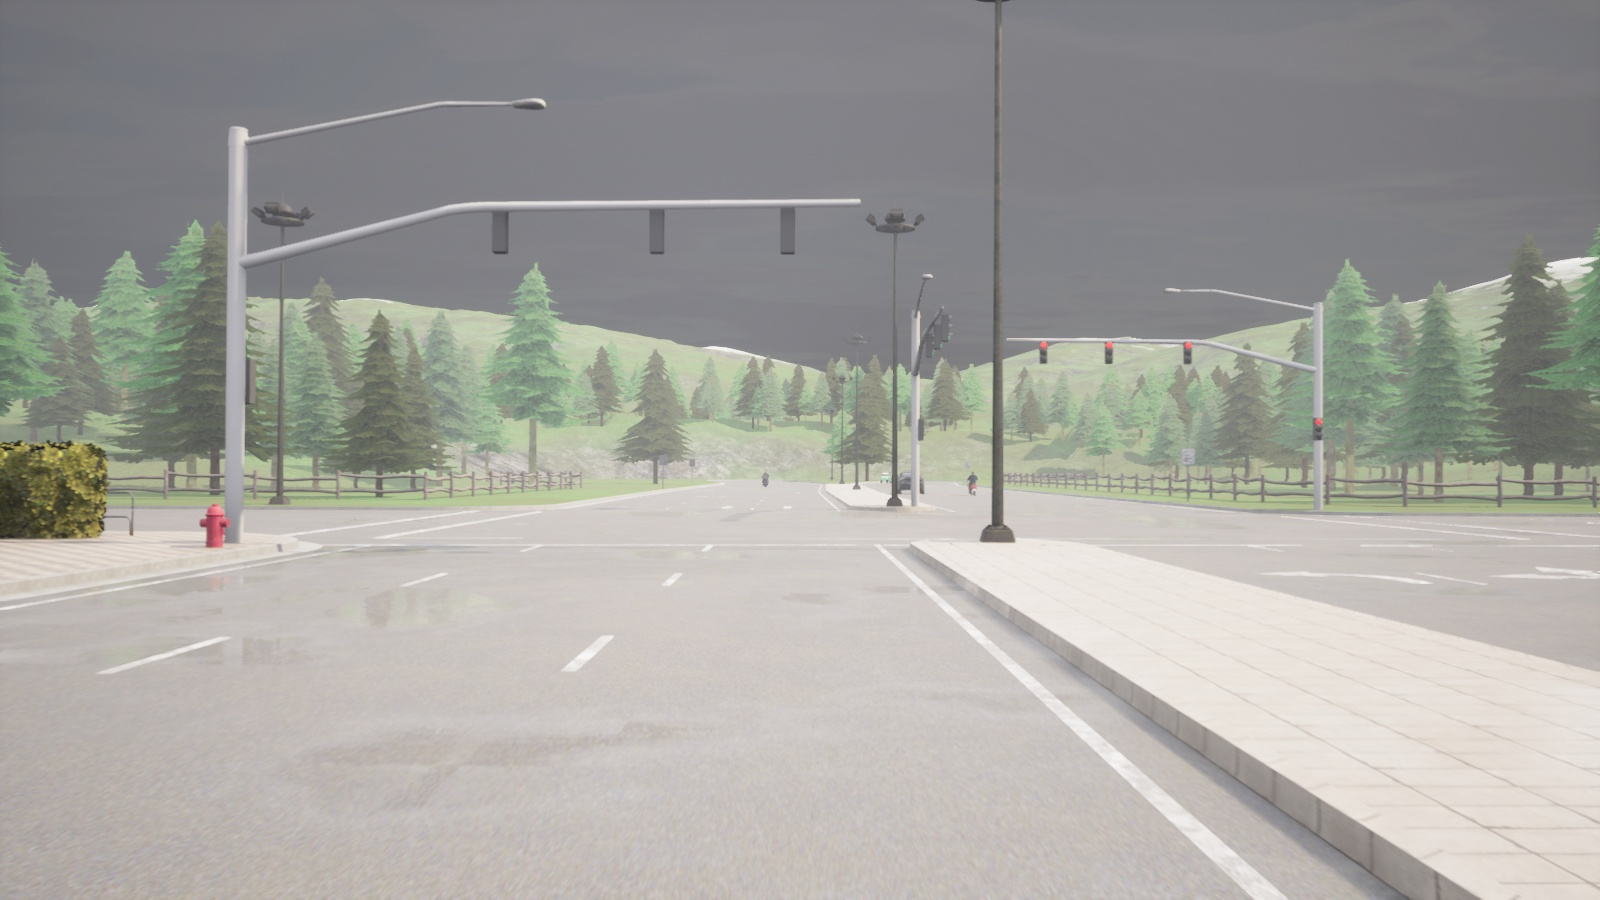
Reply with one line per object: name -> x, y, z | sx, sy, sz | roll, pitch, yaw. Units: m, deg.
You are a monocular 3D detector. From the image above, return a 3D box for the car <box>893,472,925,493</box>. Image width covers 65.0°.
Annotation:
car -> 7.660, 2.269, 88.428 | 1.837, 1.490, 4.892 | 0, -1, 0
